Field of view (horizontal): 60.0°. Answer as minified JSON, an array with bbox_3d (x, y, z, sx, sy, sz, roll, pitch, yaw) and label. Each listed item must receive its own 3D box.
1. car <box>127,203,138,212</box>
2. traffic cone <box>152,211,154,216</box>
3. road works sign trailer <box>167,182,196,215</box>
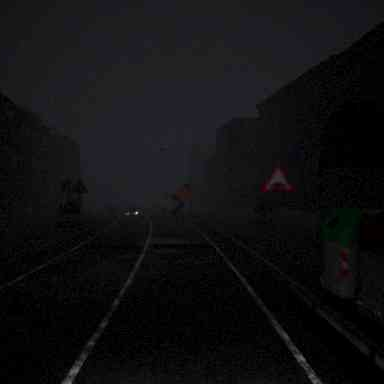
[{"bbox_3d":[-11.635,2.919,64.810,2.097,1.767,4.553,0,1,-10],"label":"car"},{"bbox_3d":[-5.384,2.983,46.349,0.340,0.580,0.340,0,-3,-10],"label":"traffic cone"},{"bbox_3d":[-0.925,1.276,36.403,2.380,2.880,3.560,-40,-10,-30],"label":"road works sign trailer"}]
